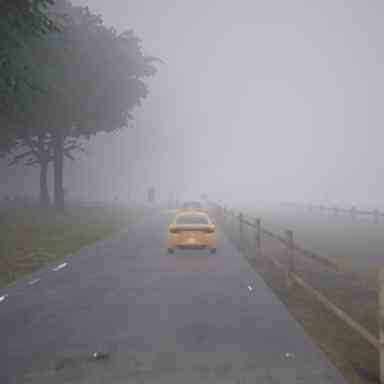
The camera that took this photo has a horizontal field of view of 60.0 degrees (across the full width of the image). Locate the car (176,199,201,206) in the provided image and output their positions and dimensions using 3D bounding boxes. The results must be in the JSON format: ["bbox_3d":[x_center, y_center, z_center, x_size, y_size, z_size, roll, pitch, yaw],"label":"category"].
[{"bbox_3d":[0.001,1.603,29.056,2.097,1.767,4.553,0,-1,0],"label":"car"}]

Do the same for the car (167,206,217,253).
[{"bbox_3d":[0.006,1.610,14.468,1.882,1.535,5.008,0,0,0],"label":"car"}]

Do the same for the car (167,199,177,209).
[{"bbox_3d":[-2.759,1.915,52.432,2.128,1.511,4.902,0,-1,0],"label":"car"}]
